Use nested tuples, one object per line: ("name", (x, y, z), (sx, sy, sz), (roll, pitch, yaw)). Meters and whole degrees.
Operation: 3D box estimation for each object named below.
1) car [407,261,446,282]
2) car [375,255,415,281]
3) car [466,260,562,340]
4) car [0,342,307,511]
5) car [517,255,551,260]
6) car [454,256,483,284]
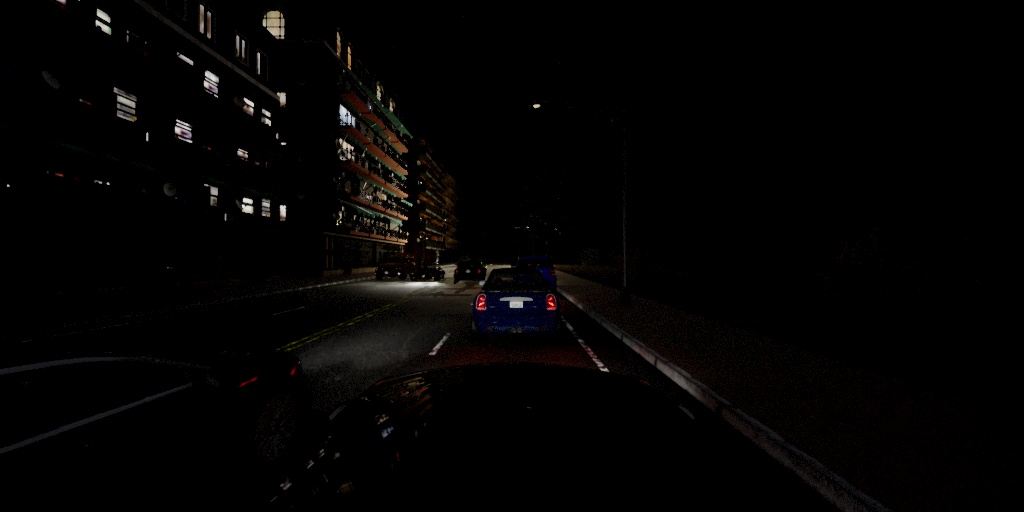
("car", (-6.600, 1.314, 28.697), (1.994, 1.385, 4.181), (0, 0, 0))
("car", (-9.850, 0.971, 30.890), (2.150, 2.045, 5.566), (0, 0, 0))
("car", (0.098, 1.103, 10.122), (2.097, 1.767, 4.553), (0, 0, 0))
("car", (-3.152, 1.242, 1.967), (2.128, 1.511, 4.902), (0, 0, 0))
("car", (1.137, 0.976, 19.697), (2.150, 2.045, 5.566), (0, 0, 0))
("car", (-3.146, 1.106, 27.568), (2.097, 1.767, 4.553), (0, 0, -1))
